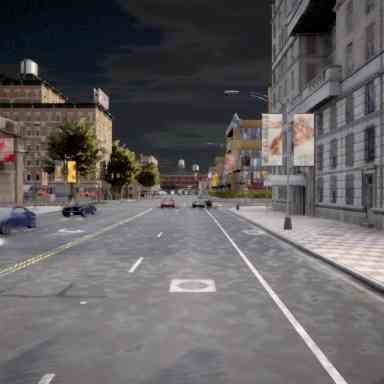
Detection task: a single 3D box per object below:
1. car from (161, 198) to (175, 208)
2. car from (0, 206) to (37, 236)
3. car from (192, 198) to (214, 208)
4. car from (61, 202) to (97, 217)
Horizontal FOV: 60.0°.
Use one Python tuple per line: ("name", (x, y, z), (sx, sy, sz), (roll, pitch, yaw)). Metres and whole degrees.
("car", (-3.482, 1.564, 48.301), (1.994, 1.385, 4.181), (0, 0, -2))
("car", (-10.491, 1.525, 18.760), (1.812, 1.442, 4.674), (0, 0, 1))
("car", (1.610, 1.564, 47.797), (1.994, 1.385, 4.181), (0, 0, 24))
("car", (-10.489, 1.601, 31.178), (1.895, 1.301, 4.718), (0, 0, 0))
